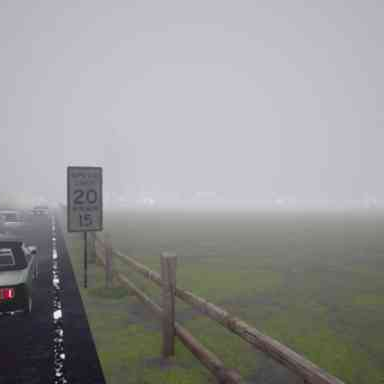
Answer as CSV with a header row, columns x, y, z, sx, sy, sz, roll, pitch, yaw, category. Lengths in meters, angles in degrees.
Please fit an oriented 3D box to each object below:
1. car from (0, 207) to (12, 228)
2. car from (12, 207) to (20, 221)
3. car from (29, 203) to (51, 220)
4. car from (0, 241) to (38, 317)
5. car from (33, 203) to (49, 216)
x,y,z,sx,sy,sz,roll,pitch,yaw,category
-14.252,1.978,23.258,2.033,1.411,5.357,0,-1,-23,car
-18.097,2.158,32.505,1.994,1.385,4.181,0,-1,-22,car
-16.136,2.160,35.198,2.033,1.411,5.357,0,-1,-22,car
-4.438,1.722,7.249,1.895,1.301,4.718,0,-1,-23,car
-20.095,2.284,44.498,1.837,1.490,4.892,0,-1,-23,car
